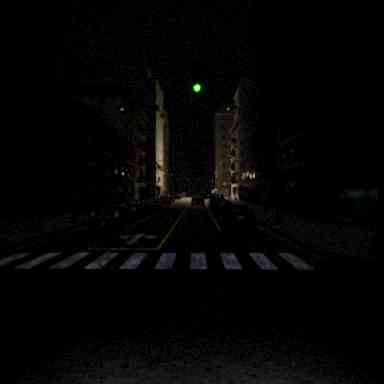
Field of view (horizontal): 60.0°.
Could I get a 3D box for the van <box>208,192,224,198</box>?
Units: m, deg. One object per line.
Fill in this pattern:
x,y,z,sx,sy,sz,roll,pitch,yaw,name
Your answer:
3.311,1.156,43.247,1.690,1.788,3.998,0,0,1,van

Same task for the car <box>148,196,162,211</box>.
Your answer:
-4.821,1.415,37.896,1.802,1.307,4.206,0,0,1,car

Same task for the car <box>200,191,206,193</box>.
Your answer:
3.572,0.932,75.202,2.150,2.045,5.566,0,0,1,car

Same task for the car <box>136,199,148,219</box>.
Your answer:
-5.038,1.320,26.876,1.967,1.590,4.097,0,0,1,car

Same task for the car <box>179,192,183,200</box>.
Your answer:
-3.953,1.260,81.974,1.802,1.307,4.206,0,0,1,car

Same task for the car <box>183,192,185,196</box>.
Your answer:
-3.735,1.185,92.994,1.887,1.381,4.507,0,0,1,car

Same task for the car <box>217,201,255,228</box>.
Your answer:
2.876,1.475,21.208,1.947,1.339,4.313,0,0,1,car

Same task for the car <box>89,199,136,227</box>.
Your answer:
-5.147,1.346,21.367,1.967,1.590,4.097,0,0,1,car

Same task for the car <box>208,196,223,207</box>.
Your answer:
3.419,1.344,48.757,2.008,1.369,4.403,0,0,1,car

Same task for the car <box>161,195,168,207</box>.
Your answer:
-4.713,1.362,43.405,2.008,1.369,4.403,0,0,1,car

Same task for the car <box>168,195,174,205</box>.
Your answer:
-4.496,1.211,54.424,1.967,1.590,4.097,0,0,1,car

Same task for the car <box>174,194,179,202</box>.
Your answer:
-4.279,1.284,65.444,2.008,1.369,4.403,0,0,1,car

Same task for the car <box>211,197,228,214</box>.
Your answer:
3.093,1.441,32.229,1.802,1.307,4.206,0,0,1,car

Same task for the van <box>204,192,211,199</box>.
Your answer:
4.288,0.985,92.835,1.690,1.788,3.998,0,0,1,van

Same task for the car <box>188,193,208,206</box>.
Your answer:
0.876,1.284,48.481,2.128,1.511,4.902,0,0,1,car

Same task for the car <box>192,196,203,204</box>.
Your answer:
0.986,1.358,58.952,1.895,1.301,4.718,0,0,1,car

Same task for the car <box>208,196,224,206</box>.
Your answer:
3.202,1.402,37.738,1.947,1.339,4.313,0,0,1,car
